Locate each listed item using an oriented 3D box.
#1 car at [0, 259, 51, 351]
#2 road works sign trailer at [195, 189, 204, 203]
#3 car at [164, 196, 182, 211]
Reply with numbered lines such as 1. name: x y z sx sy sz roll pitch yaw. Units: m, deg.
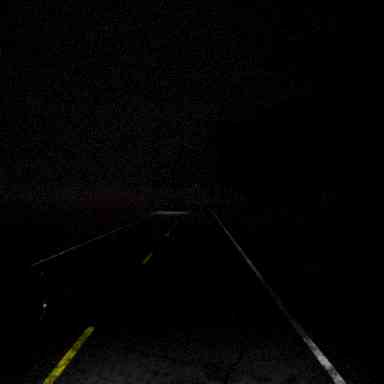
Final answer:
1. car: -3.539 1.600 4.282 1.994 1.385 4.181 0 -1 1
2. road works sign trailer: 1.942 1.043 84.727 2.380 3.560 2.880 0 0 2
3. car: -2.573 1.596 46.505 2.150 2.045 5.566 0 0 2
